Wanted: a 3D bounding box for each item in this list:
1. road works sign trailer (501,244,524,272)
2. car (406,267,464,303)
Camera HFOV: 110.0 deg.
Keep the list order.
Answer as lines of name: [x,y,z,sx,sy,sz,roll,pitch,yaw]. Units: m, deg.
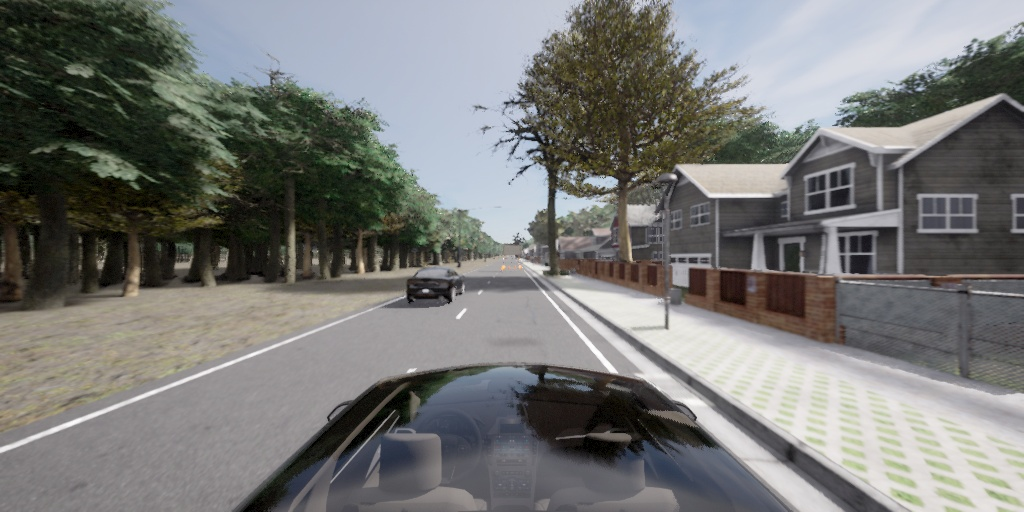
road works sign trailer: [0.014,0.248,46.190,2.380,3.560,2.880,0,0,0]
car: [-3.395,1.229,16.587,1.882,1.535,5.008,0,0,0]
